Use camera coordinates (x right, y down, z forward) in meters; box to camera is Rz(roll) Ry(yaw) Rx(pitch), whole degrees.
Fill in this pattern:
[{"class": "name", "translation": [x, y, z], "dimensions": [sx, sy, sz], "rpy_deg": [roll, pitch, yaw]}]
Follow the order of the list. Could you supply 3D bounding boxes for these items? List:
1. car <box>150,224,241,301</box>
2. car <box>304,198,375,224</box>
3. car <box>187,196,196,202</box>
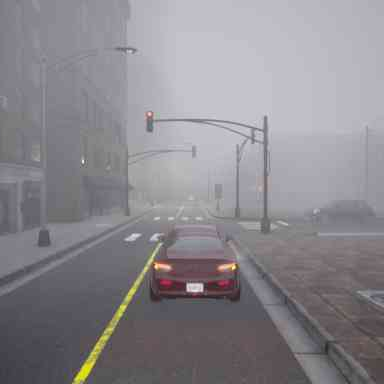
[{"class": "car", "translation": [0.083, 1.526, 8.184], "dimensions": [1.812, 1.442, 4.674], "rpy_deg": [0, 0, 1]}, {"class": "car", "translation": [10.460, 1.308, 23.826], "dimensions": [4.553, 1.767, 2.097], "rpy_deg": [0, 0, -2]}, {"class": "car", "translation": [-0.076, 1.565, 76.160], "dimensions": [1.812, 1.442, 4.674], "rpy_deg": [0, 0, 0]}]
